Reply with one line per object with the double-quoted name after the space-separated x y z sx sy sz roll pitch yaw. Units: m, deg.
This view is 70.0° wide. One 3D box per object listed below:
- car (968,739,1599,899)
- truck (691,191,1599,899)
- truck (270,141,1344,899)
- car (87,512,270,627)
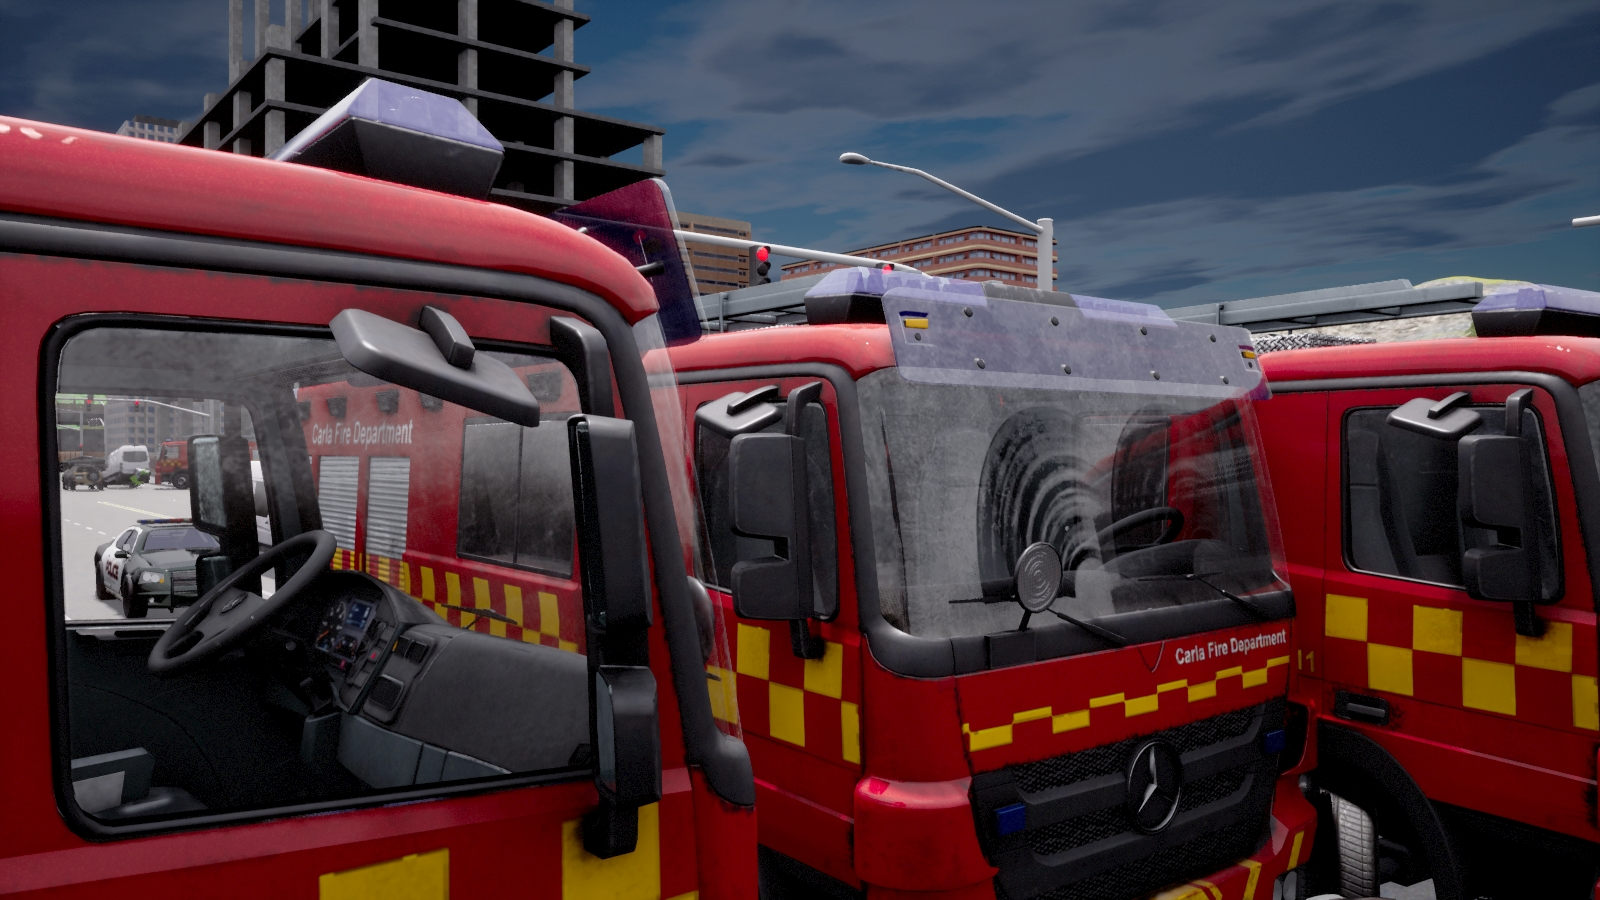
2.437 2.065 3.109 1.970 1.475 3.806 0 0 -30 "car"
2.348 0.890 8.605 2.891 3.827 8.468 0 0 -31 "truck"
-1.099 0.890 8.003 2.891 3.827 8.468 0 0 -38 "truck"
-11.386 2.037 20.746 2.038 1.542 4.974 0 0 -39 "car"
